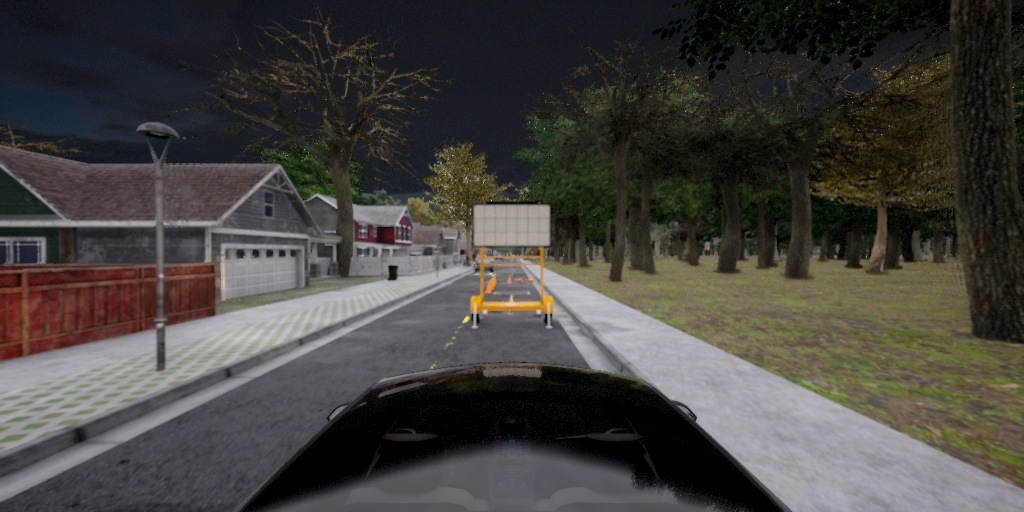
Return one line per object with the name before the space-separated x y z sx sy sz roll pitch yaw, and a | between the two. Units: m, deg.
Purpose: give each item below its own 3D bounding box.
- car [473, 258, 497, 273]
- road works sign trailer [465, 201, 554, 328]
car | -2.847 0.989 37.359 1.812 1.442 4.674 0 0 0
road works sign trailer | -0.001 0.137 11.055 2.380 3.560 2.880 0 0 0
